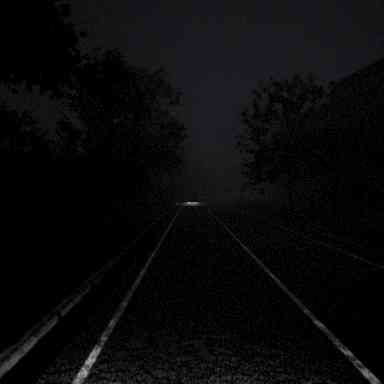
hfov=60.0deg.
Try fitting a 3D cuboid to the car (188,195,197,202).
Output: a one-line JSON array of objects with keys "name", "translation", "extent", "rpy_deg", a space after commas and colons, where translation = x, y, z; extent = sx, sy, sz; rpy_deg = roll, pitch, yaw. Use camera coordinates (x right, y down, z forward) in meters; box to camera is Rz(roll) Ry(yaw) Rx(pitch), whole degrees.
[{"name": "car", "translation": [0.185, 1.338, 69.657], "extent": [2.128, 1.511, 4.902], "rpy_deg": [0, 0, 0]}]
